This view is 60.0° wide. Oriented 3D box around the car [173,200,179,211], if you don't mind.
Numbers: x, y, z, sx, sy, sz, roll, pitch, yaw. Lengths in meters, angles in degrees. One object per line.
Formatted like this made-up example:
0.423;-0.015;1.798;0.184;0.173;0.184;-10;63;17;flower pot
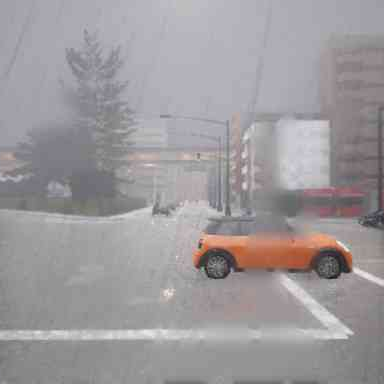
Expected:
-3.556;2.275;52.507;1.895;1.301;4.718;0;-1;0;car

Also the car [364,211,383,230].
14.653;1.960;24.179;4.674;1.442;1.812;1;-1;0;car

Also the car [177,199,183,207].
-3.459;2.412;66.221;1.994;1.385;4.181;0;-1;0;car

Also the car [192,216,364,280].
2.284;1.512;9.981;4.553;1.767;2.097;0;-1;0;car

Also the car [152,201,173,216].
-3.575;1.980;39.077;1.882;1.535;5.008;0;-1;0;car
